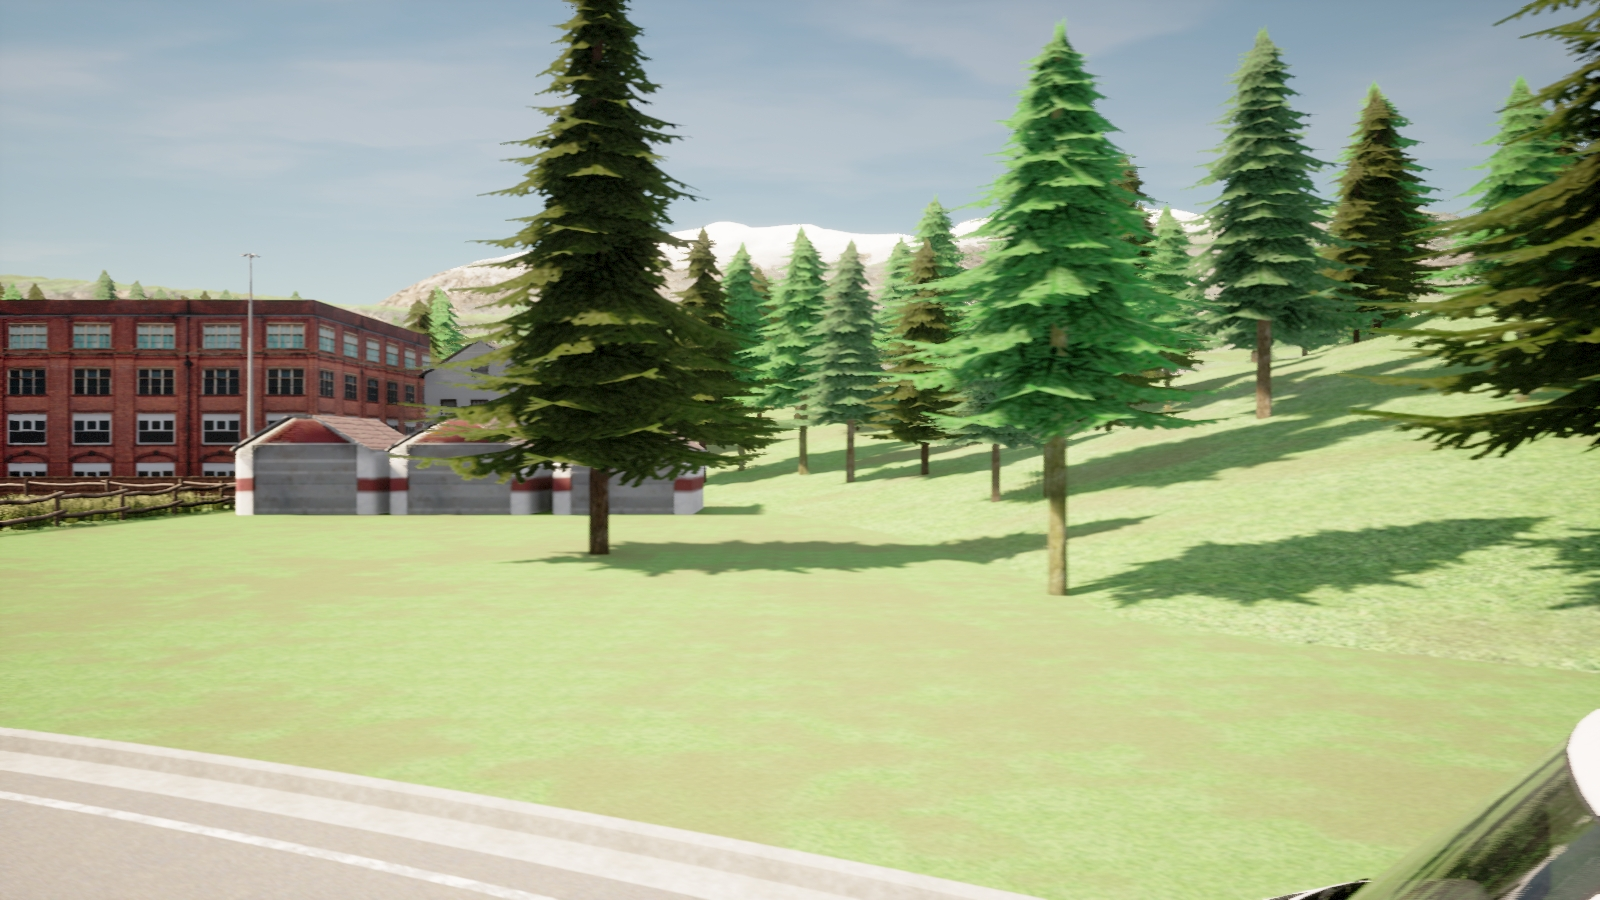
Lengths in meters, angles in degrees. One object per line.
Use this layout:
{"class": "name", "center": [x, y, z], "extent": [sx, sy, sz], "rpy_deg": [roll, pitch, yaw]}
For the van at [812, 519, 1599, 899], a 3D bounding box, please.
{"class": "van", "center": [3.035, 1.534, 2.000], "extent": [5.915, 2.561, 1.988], "rpy_deg": [0, -1, 34]}
